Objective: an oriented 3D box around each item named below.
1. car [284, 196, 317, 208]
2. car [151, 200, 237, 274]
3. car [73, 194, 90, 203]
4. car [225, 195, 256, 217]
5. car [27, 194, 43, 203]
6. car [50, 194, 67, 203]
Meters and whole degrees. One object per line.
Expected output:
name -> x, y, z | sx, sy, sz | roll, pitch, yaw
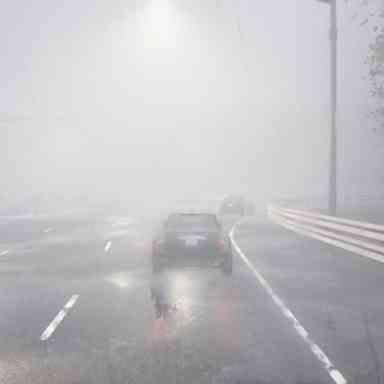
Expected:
car -> 13.673, 1.196, 41.991 | 5.357, 1.411, 2.033 | 0, 1, -41
car -> 0.050, 1.265, 10.385 | 2.097, 1.767, 4.553 | 0, 0, 2
car -> -19.212, 1.010, 57.773 | 1.882, 1.535, 5.008 | 0, 1, -35
car -> 4.008, 1.115, 28.617 | 2.097, 1.767, 4.553 | 0, 1, 25
car -> -26.418, 1.041, 55.965 | 2.128, 1.511, 4.902 | 0, 1, -35
car -> -22.863, 1.088, 56.942 | 2.033, 1.411, 5.357 | 0, 1, -35
